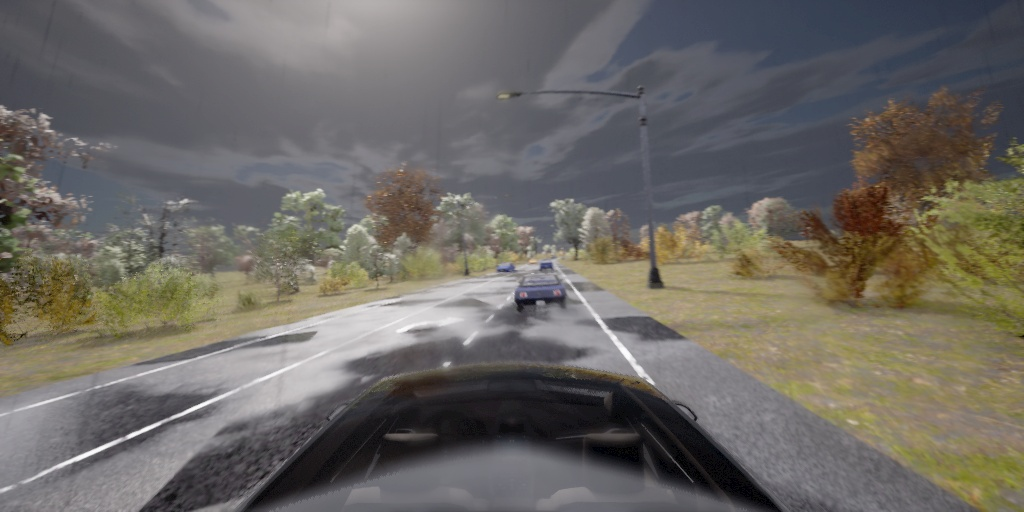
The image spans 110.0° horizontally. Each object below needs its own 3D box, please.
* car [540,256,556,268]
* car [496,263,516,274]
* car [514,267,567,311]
[{"bbox_3d":[5.031,1.279,52.311,1.882,1.535,5.008,-4,0,6],"label":"car"},{"bbox_3d":[-0.806,1.679,50.462,1.882,1.535,5.008,-4,0,13],"label":"car"},{"bbox_3d":[1.231,1.378,14.947,1.895,1.301,4.718,-4,0,6],"label":"car"}]
